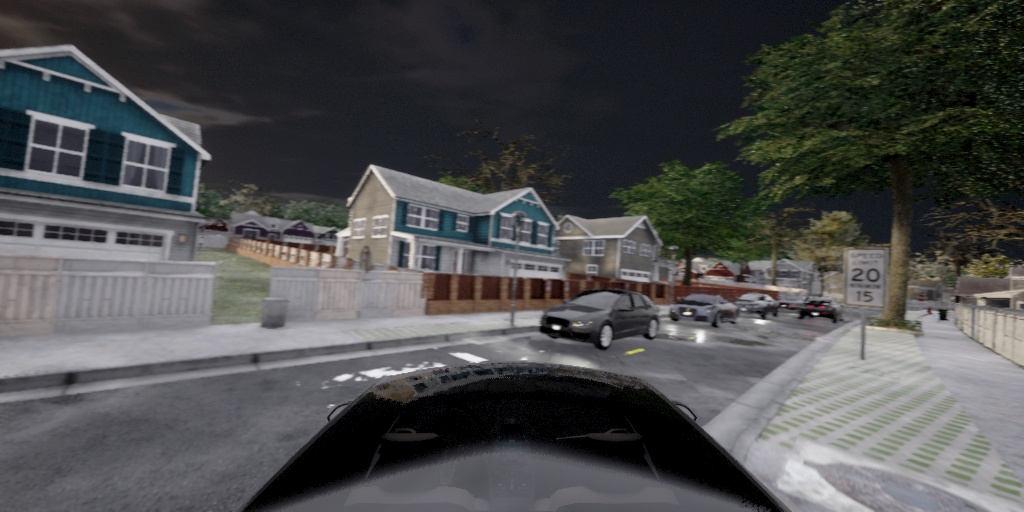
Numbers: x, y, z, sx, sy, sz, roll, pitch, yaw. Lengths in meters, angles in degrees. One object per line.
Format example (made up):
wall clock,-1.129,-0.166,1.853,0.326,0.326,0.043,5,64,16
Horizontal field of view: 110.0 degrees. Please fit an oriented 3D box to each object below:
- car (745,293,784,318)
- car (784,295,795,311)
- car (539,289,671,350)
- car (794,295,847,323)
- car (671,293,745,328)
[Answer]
car,15.777,3.142,23.260,4.674,1.442,1.812,6,-3,-42
car,23.183,3.944,29.859,4.181,1.385,1.994,6,-3,-41
car,2.844,1.767,10.933,1.837,1.490,4.892,2,-3,45
car,20.149,3.418,23.281,4.892,1.490,1.837,6,-3,-42
car,9.195,2.496,17.126,4.181,1.385,1.994,6,-3,-43
